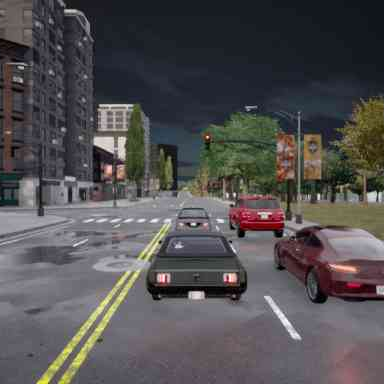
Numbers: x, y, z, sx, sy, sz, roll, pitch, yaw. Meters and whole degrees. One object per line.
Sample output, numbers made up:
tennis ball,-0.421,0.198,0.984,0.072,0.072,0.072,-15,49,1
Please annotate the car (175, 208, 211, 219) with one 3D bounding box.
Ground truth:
car,0.061,1.542,17.891,2.033,1.411,5.357,0,0,0

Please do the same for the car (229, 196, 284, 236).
car,3.311,1.217,17.852,2.150,2.045,5.566,0,0,0

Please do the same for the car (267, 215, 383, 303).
car,3.335,1.524,8.039,1.812,1.442,4.674,0,0,0

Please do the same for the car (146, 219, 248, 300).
car,0.082,1.599,8.298,1.895,1.301,4.718,0,0,0
